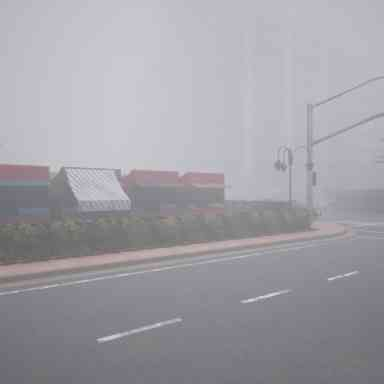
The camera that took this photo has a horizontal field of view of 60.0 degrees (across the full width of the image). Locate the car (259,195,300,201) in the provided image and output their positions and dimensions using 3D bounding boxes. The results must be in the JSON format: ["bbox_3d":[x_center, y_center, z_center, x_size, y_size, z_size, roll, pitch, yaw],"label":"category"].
[{"bbox_3d":[8.355,1.422,34.337,1.882,1.535,5.008,0,0,-36],"label":"car"}]

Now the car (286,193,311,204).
[{"bbox_3d":[18.964,1.114,59.095,1.905,1.878,3.866,0,0,-36],"label":"car"}]

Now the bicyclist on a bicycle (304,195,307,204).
[{"bbox_3d":[15.497,1.246,44.900,1.656,1.620,0.582,0,0,-36],"label":"bicyclist on a bicycle"}]

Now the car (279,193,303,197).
[{"bbox_3d":[16.573,1.114,57.383,1.905,1.878,3.866,0,0,-36],"label":"car"}]

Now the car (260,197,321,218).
[{"bbox_3d":[8.520,1.436,28.149,2.128,1.511,4.902,0,0,-36],"label":"car"}]
